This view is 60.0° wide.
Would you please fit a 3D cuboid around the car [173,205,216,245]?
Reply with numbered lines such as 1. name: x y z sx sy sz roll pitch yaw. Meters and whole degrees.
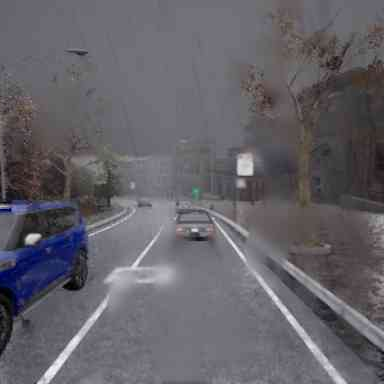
1. car: 0.098 1.537 15.464 2.033 1.411 5.357 0 0 0

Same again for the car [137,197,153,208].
1. car: -6.905 1.537 48.586 1.837 1.490 4.892 -1 0 -12

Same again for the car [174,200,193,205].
1. car: -0.895 1.507 34.974 2.033 1.411 5.357 -1 0 -7

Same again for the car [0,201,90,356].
1. car: -3.614 1.218 6.105 2.150 2.045 5.566 0 0 0
